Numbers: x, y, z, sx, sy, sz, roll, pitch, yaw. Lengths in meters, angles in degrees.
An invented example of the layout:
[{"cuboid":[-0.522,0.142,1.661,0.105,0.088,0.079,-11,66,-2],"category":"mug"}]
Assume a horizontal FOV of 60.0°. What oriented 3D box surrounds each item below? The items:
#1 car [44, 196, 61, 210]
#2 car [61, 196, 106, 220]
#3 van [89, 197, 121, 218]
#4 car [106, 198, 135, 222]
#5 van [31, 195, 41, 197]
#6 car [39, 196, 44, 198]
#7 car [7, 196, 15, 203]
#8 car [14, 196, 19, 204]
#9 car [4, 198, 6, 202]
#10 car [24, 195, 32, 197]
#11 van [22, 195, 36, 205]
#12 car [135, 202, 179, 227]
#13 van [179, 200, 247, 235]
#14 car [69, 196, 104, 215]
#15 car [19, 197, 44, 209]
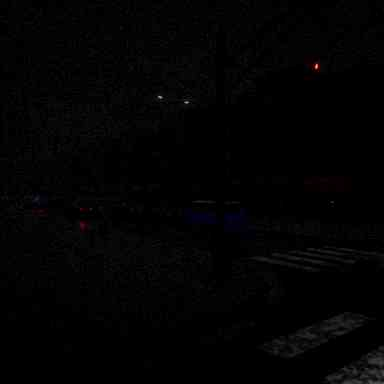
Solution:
[{"cuboid":[-18.024,1.448,45.213,2.192,1.841,5.009,0,0,-36],"category":"car"},{"cuboid":[-9.630,1.426,29.300,2.097,1.767,4.553,0,0,-36],"category":"car"},{"cuboid":[-8.391,1.421,31.908,1.690,1.788,3.998,0,0,-36],"category":"van"},{"cuboid":[-5.180,1.504,27.473,1.967,1.590,4.097,0,0,-36],"category":"car"},{"cuboid":[-24.445,1.510,54.083,1.690,1.788,3.998,0,0,-36],"category":"van"},{"cuboid":[-21.234,1.702,49.648,2.008,1.369,4.403,0,0,-36],"category":"car"},{"cuboid":[-40.500,1.697,76.259,1.967,1.590,4.097,0,0,-36],"category":"car"},{"cuboid":[-34.177,1.748,67.526,1.752,1.417,4.829,0,0,-36],"category":"car"},{"cuboid":[-43.810,1.801,80.832,1.752,1.417,4.829,0,0,-36],"category":"car"},{"cuboid":[-27.656,1.502,58.518,2.192,1.841,5.009,0,0,-36],"category":"car"},{"cuboid":[-30.867,1.545,62.954,1.690,1.788,3.998,0,0,-36],"category":"van"},{"cuboid":[-1.969,1.488,23.038,1.967,1.590,4.097,0,0,-36],"category":"car"},{"cuboid":[1.242,1.373,18.603,1.690,1.788,3.998,0,0,-36],"category":"van"},{"cuboid":[-11.602,1.413,36.340,2.192,1.841,5.009,0,0,-36],"category":"car"},{"cuboid":[-23.179,1.749,47.989,1.895,1.301,4.718,0,0,-36],"category":"car"}]
